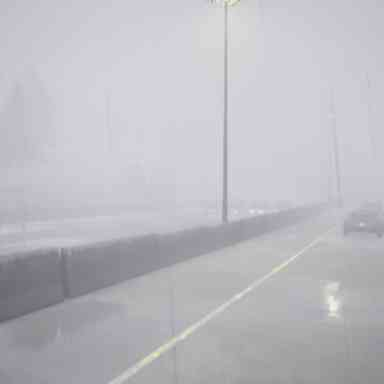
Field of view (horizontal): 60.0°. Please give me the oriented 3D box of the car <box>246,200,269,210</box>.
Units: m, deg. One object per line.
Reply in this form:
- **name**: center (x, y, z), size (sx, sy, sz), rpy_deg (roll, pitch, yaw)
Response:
- **car**: center (9.720, 1.795, 47.166), size (1.994, 1.385, 4.181), rpy_deg (-1, 0, 30)

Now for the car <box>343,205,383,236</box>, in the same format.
- **car**: center (10.062, 1.700, 19.458), size (1.994, 1.385, 4.181), rpy_deg (-1, 0, 30)

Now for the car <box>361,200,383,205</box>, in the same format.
- **car**: center (18.414, 1.604, 33.996), size (2.128, 1.511, 4.902), rpy_deg (-1, 0, 30)

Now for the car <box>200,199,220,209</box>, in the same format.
- **car**: center (2.977, 1.790, 49.510), size (1.812, 1.442, 4.674), rpy_deg (-1, 0, 30)

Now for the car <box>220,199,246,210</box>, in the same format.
- **car**: center (6.367, 1.708, 48.371), size (1.882, 1.535, 5.008), rpy_deg (-1, 0, 30)

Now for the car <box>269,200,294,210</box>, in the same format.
- **car**: center (12.282, 1.735, 44.622), size (1.994, 1.385, 4.181), rpy_deg (-1, 0, 30)
